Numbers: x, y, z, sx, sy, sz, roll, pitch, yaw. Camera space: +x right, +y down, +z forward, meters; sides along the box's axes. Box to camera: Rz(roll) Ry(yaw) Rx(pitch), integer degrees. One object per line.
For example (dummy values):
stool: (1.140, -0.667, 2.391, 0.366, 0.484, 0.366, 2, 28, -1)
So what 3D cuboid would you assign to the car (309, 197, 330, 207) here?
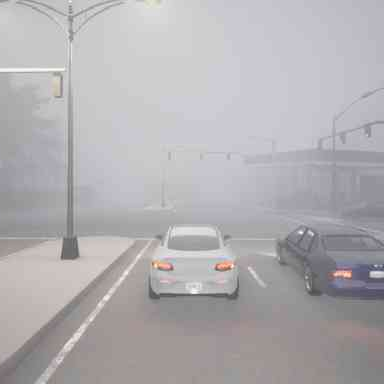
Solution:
car: (18.630, 1.433, 48.691, 1.970, 1.475, 3.806, 0, 0, 0)

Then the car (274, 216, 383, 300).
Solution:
car: (3.511, 1.545, 8.567, 2.033, 1.411, 5.357, 0, 0, 3)

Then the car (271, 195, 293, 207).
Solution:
car: (12.891, 1.261, 47.890, 2.242, 1.667, 4.611, 0, 0, 0)

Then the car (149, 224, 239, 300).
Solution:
car: (0.032, 1.516, 8.260, 1.812, 1.442, 4.674, 0, 0, 0)

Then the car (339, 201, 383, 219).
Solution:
car: (14.749, 1.523, 27.755, 4.674, 1.442, 1.812, 0, 0, -1)
